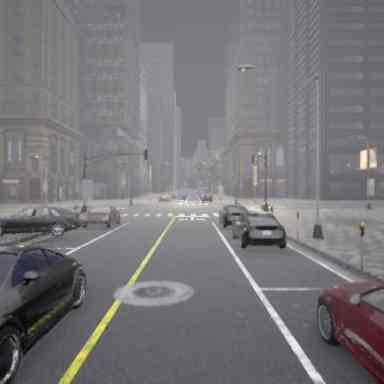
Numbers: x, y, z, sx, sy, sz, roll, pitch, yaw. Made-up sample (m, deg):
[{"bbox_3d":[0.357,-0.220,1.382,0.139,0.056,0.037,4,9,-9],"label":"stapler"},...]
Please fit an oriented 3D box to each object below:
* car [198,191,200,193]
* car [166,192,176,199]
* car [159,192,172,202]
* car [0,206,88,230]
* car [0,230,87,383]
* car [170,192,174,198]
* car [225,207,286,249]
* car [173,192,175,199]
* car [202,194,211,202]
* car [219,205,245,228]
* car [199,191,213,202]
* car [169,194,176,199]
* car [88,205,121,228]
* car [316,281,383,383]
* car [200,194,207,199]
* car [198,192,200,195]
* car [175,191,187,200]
[{"bbox_3d":[3.144,1.121,87.352,1.752,1.417,4.829,1,0,0],"label":"car"},{"bbox_3d":[-5.381,0.912,87.229,2.192,1.841,5.009,1,0,0],"label":"car"},{"bbox_3d":[-5.519,1.291,65.070,1.887,1.381,4.507,0,0,0],"label":"car"},{"bbox_3d":[-7.501,1.359,15.777,4.403,1.369,2.008,-1,1,-9],"label":"car"},{"bbox_3d":[-3.100,1.557,5.032,1.994,1.385,4.181,0,0,0],"label":"car"},{"bbox_3d":[-5.485,1.263,70.609,2.008,1.369,4.403,0,0,0],"label":"car"},{"bbox_3d":[2.762,1.541,14.334,1.947,1.339,4.313,0,0,0],"label":"car"},{"bbox_3d":[-5.451,1.222,76.150,1.887,1.381,4.507,0,0,0],"label":"car"},{"bbox_3d":[3.040,1.257,70.559,1.887,1.381,4.507,0,0,0],"label":"car"},{"bbox_3d":[2.760,1.519,21.700,1.947,1.339,4.313,0,0,0],"label":"car"},{"bbox_3d":[3.008,1.061,65.018,2.192,1.841,5.009,0,0,0],"label":"car"},{"bbox_3d":[-5.349,1.134,92.771,1.802,1.307,4.206,1,0,0],"label":"car"},{"bbox_3d":[-5.765,1.535,21.703,1.802,1.307,4.206,0,0,0],"label":"car"},{"bbox_3d":[2.765,1.578,3.532,1.802,1.307,4.206,0,0,0],"label":"car"},{"bbox_3d":[3.176,1.134,92.723,1.802,1.307,4.206,1,1,0],"label":"car"},{"bbox_3d":[3.108,1.205,81.641,1.947,1.339,4.313,1,0,0],"label":"car"},{"bbox_3d":[-2.643,1.143,84.559,2.128,1.511,4.902,0,0,0],"label":"car"}]
